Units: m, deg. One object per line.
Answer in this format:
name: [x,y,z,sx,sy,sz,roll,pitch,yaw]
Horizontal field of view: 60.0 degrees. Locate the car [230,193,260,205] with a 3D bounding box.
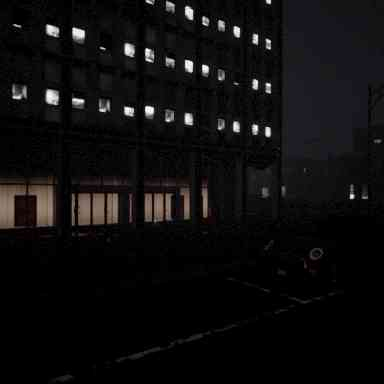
car: [9.120,1.166,57.598,2.192,1.841,5.009,1,0,-35]

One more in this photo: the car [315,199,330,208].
car: [18.477,1.445,44.081,1.752,1.417,4.829,1,0,-35]

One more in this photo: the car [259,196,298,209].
car: [11.362,1.348,44.174,1.882,1.535,5.008,0,0,-35]

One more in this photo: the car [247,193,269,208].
car: [8.533,1.166,43.725,2.192,1.841,5.009,1,0,-35]

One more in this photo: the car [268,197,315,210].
car: [11.682,1.426,39.172,2.008,1.369,4.403,1,0,-35]

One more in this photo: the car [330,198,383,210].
car: [17.796,1.467,34.888,2.033,1.411,5.357,0,0,-35]

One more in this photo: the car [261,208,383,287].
car: [3.821,1.440,9.294,4.097,1.590,1.967,0,0,-36]

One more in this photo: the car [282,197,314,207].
car: [15.422,1.479,48.494,1.802,1.307,4.206,1,0,-35]
